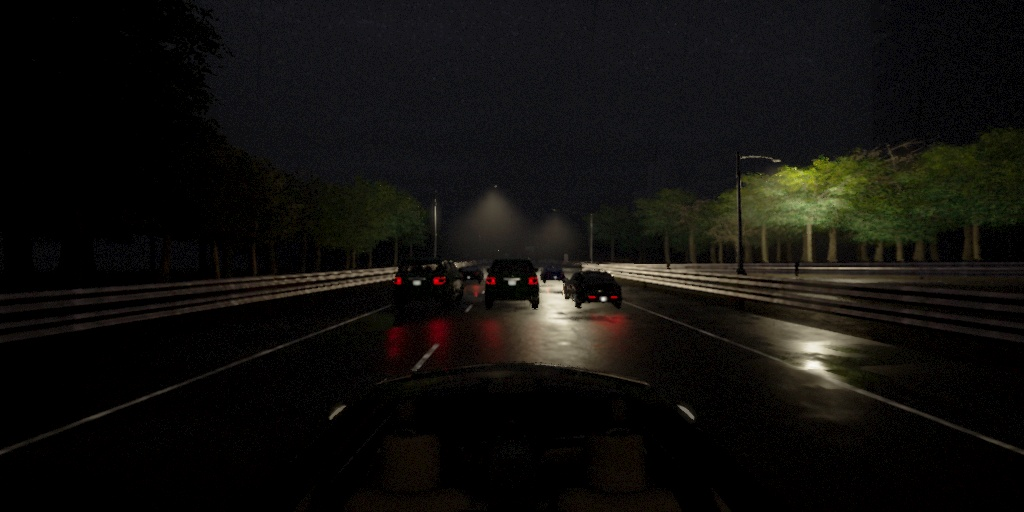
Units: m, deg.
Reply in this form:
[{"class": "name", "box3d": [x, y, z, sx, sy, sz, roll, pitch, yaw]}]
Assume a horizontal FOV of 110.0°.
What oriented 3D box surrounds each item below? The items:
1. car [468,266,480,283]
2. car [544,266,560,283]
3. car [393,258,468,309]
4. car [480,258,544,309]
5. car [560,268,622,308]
[{"class": "car", "box3d": [-3.483, 1.563, 31.223, 1.812, 1.442, 4.674, 0, 0, 0]}, {"class": "car", "box3d": [3.518, 1.563, 31.239, 1.812, 1.442, 4.674, 0, 0, 0]}, {"class": "car", "box3d": [-3.494, 1.108, 15.883, 2.150, 2.045, 5.566, 0, 0, 0]}, {"class": "car", "box3d": [0.006, 1.107, 15.855, 2.150, 2.045, 5.566, 0, 0, 0]}, {"class": "car", "box3d": [3.511, 1.402, 16.157, 1.837, 1.490, 4.892, 0, 0, 0]}]
